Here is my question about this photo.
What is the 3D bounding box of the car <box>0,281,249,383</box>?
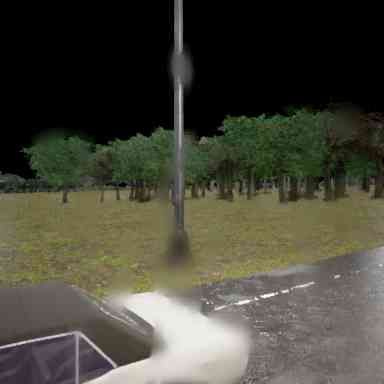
[{"bbox_3d":[-1.844,1.601,2.677,4.718,1.301,1.895,0,0,-35],"label":"car"}]
